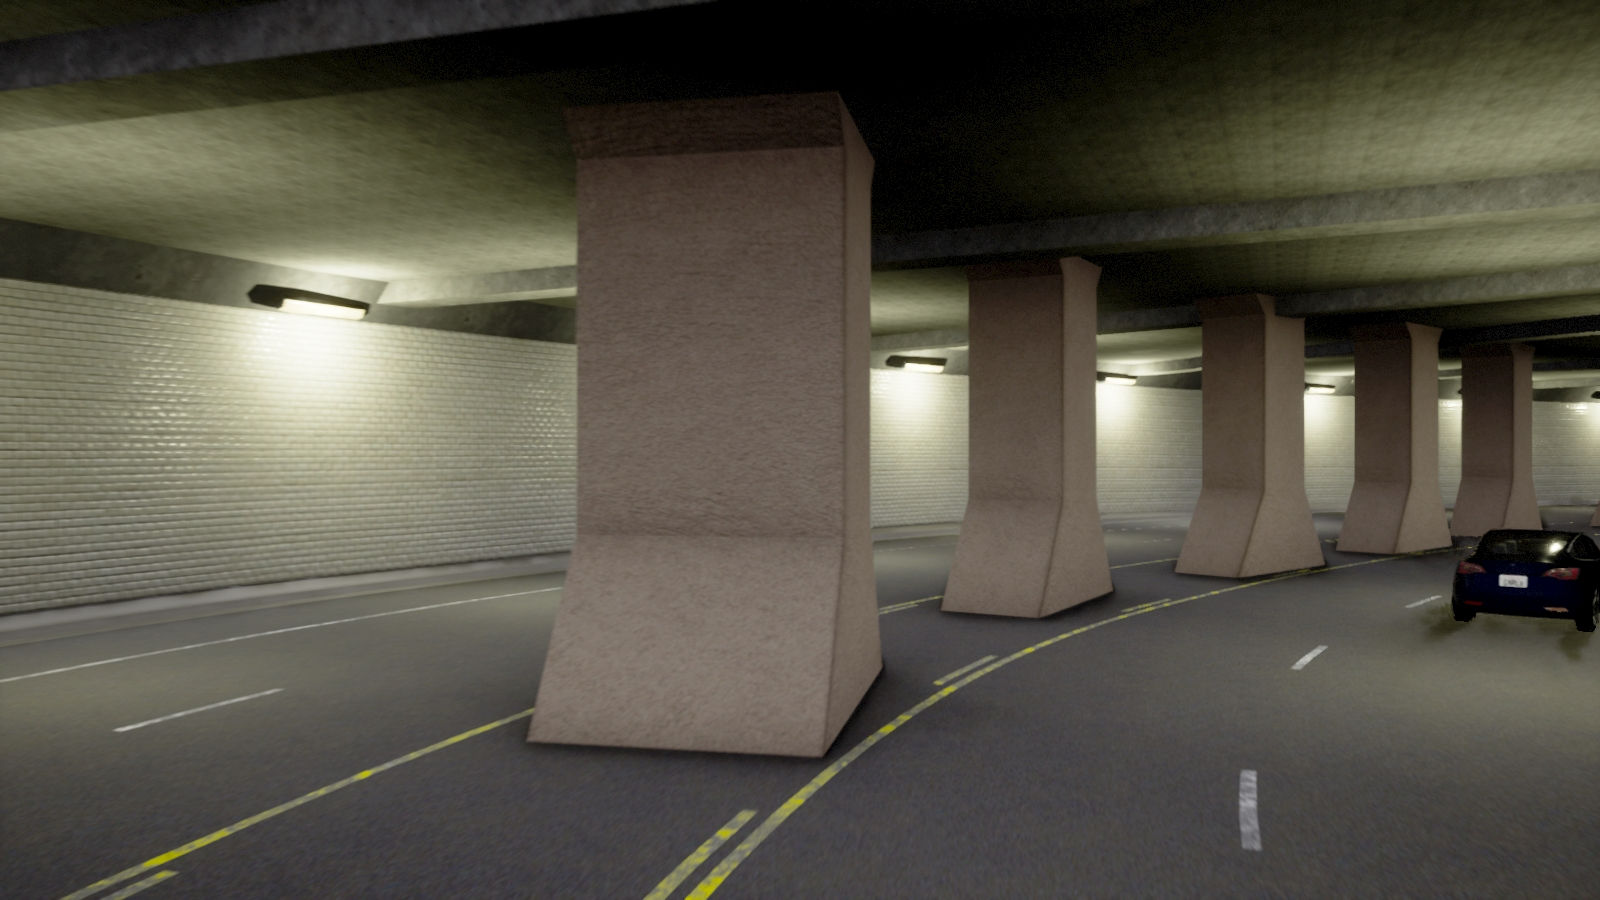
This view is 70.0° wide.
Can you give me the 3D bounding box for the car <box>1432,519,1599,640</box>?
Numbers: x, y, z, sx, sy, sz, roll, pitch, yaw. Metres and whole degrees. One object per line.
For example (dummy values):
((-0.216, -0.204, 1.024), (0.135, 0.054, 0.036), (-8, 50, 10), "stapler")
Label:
((12.503, 2.069, 19.396), (2.163, 1.488, 4.792), (0, 0, 41), "car")
